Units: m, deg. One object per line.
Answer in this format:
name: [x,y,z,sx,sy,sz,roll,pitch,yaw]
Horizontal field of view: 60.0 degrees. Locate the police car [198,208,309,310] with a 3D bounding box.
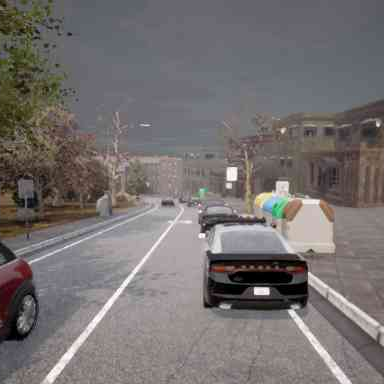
police car: [1.187,1.402,7.990,1.930,1.638,5.238,0,0,1]

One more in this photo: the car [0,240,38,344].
car: [-3.554,1.339,3.446,2.097,1.767,4.553,0,0,1]

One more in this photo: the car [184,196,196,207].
car: [0.295,1.363,46.843,1.812,1.442,4.674,0,0,-5]

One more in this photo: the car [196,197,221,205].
car: [1.513,1.277,23.921,2.097,1.767,4.553,0,0,1]

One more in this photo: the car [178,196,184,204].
car: [-1.250,1.354,60.169,1.994,1.385,4.181,-1,0,-11]

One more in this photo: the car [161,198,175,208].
car: [-3.339,1.469,46.318,1.895,1.301,4.718,0,0,-4]

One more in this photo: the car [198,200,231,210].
car: [1.390,1.423,17.927,1.882,1.535,5.008,0,0,1]
